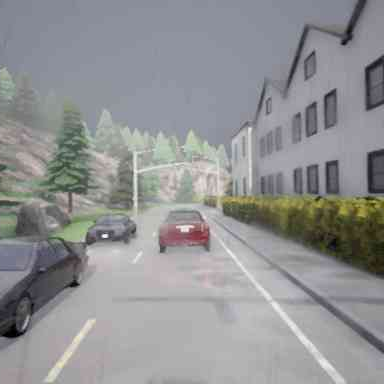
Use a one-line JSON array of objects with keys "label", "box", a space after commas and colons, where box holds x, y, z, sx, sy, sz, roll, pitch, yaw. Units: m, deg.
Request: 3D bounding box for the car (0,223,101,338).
[{"label": "car", "box": [-3.721, 1.699, 7.123, 2.033, 1.411, 5.357, -1, -1, -2]}]

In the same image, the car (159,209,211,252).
[{"label": "car", "box": [-0.348, 1.526, 15.080, 2.097, 1.767, 4.553, -1, -1, -2]}]

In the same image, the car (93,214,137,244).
[{"label": "car", "box": [-4.006, 1.831, 17.094, 1.994, 1.385, 4.181, -1, -1, -2]}]
